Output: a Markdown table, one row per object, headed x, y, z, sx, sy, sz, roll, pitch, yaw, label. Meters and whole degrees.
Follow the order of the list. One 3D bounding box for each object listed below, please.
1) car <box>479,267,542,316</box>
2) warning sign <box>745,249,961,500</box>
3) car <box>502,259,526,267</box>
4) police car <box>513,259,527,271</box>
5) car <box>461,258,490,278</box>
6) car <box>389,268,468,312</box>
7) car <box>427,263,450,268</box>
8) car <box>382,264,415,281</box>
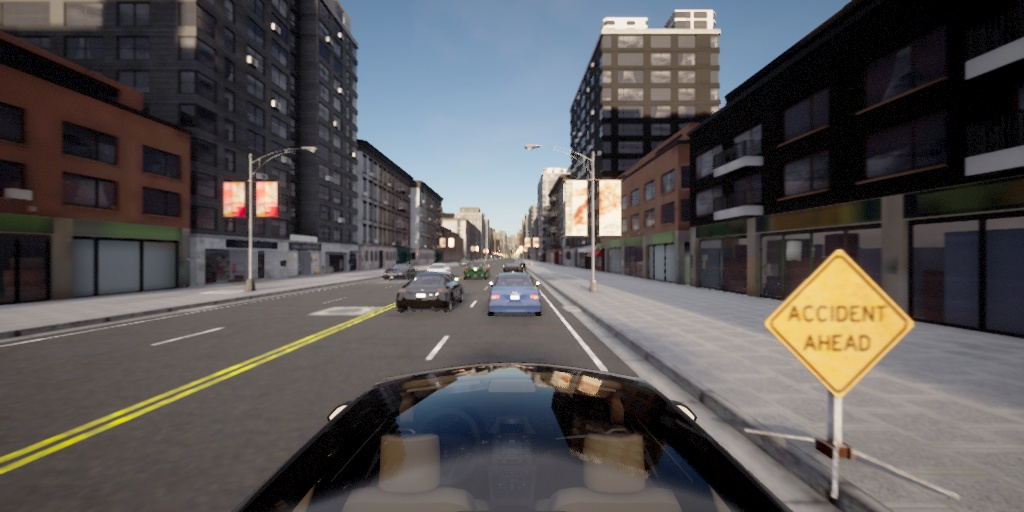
| x | y | z | sx | sy | sz | roll | pitch | yaw | label |
| --- | --- | --- | --- | --- | --- | --- | --- | --- | --- |
| 0.093 | 1.328 | 13.540 | 2.033 | 1.411 | 5.357 | 0 | 0 | 0 | car |
| 2.850 | 0.869 | 3.169 | 1.300 | 1.860 | 1.060 | 0 | 0 | 0 | warning sign |
| 0.094 | 1.323 | 34.933 | 1.882 | 1.535 | 5.008 | 0 | 0 | 0 | car |
| 1.129 | 1.316 | 53.280 | 1.930 | 1.638 | 5.238 | 0 | 0 | 0 | police car |
| -3.157 | 1.192 | 33.110 | 2.097 | 1.767 | 4.553 | 0 | 0 | 0 | car |
| -3.160 | 1.347 | 14.461 | 1.994 | 1.385 | 4.181 | 0 | 0 | 0 | car |
| -6.603 | 1.364 | 32.434 | 1.812 | 1.442 | 4.674 | 0 | 0 | 0 | car |
| -9.856 | 1.384 | 32.030 | 2.033 | 1.411 | 5.357 | 0 | 0 | 0 | car |
